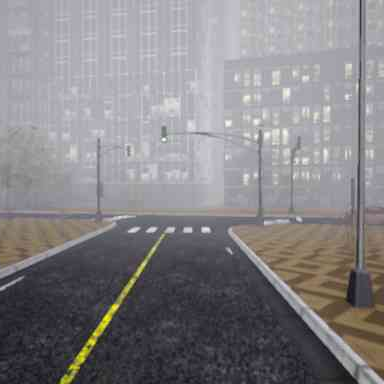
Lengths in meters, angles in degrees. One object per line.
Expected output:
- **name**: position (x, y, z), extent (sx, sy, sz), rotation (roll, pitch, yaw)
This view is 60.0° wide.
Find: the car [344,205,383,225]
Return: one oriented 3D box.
- **car**: position (12.845, 1.612, 23.122), extent (4.181, 1.385, 1.994), rotation (0, 1, 14)
